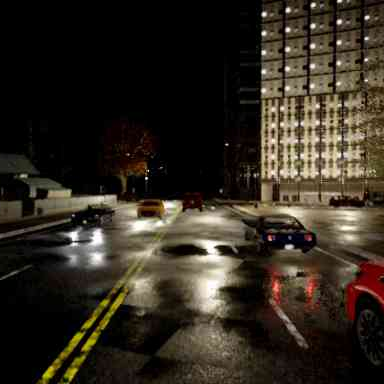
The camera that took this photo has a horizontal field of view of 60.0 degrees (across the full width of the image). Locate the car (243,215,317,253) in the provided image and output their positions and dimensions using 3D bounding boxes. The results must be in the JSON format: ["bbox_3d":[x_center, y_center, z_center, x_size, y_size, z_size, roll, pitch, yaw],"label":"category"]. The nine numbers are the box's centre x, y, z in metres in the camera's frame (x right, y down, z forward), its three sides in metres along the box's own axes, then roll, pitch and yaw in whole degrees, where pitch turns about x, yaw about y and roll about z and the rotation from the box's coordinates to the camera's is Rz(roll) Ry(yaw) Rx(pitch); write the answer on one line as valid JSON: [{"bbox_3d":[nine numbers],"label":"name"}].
[{"bbox_3d":[3.258,1.556,13.365,1.895,1.301,4.718,0,0,0],"label":"car"}]

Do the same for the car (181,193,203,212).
[{"bbox_3d":[0.020,1.115,36.544,2.150,2.045,5.566,0,0,-1],"label":"car"}]

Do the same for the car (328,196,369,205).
[{"bbox_3d":[23.043,1.509,49.678,5.009,1.841,2.192,1,2,20],"label":"car"}]

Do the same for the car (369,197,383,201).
[{"bbox_3d":[31.080,1.572,55.128,4.403,1.369,2.008,1,2,20],"label":"car"}]

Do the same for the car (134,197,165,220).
[{"bbox_3d":[-3.311,1.390,27.630,1.882,1.535,5.008,0,0,0],"label":"car"}]

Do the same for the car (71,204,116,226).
[{"bbox_3d":[-6.579,1.527,22.641,1.895,1.301,4.718,0,0,0],"label":"car"}]

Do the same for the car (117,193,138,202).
[{"bbox_3d":[-13.436,1.035,68.728,4.553,1.767,2.097,1,2,21],"label":"car"}]

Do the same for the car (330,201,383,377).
[{"bbox_3d":[3.251,1.213,2.359,2.150,2.045,5.566,0,0,0],"label":"car"}]
